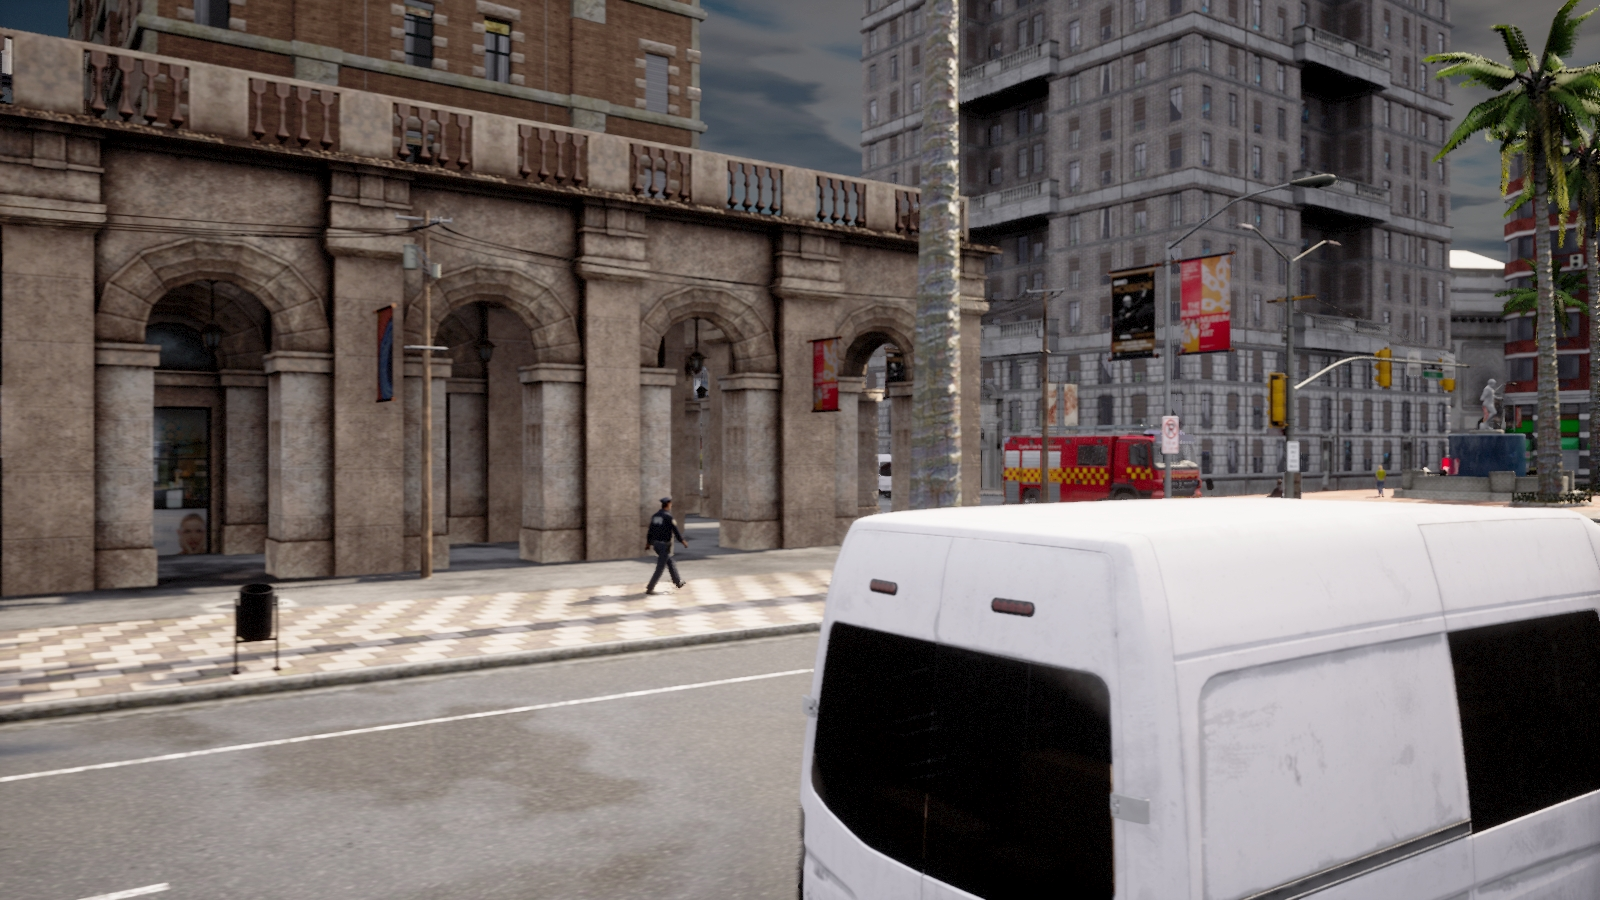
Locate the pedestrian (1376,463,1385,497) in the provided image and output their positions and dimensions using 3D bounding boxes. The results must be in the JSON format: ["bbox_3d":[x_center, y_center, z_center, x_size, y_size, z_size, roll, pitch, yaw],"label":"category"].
[{"bbox_3d":[32.144,1.674,63.297,0.375,1.860,0.375,0,0,14],"label":"pedestrian"}]

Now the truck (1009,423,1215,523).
[{"bbox_3d":[12.869,0.877,48.061,2.891,3.827,8.468,0,0,-35],"label":"truck"}]

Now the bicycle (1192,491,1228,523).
[{"bbox_3d":[15.866,2.196,44.181,1.835,1.171,0.329,0,0,-35],"label":"bicycle"}]

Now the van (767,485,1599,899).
[{"bbox_3d":[2.855,1.532,5.770,5.915,2.561,1.988,0,0,-35],"label":"van"}]

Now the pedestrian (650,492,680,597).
[{"bbox_3d":[-2.445,1.692,20.694,0.375,1.860,0.375,0,0,44],"label":"pedestrian"}]
